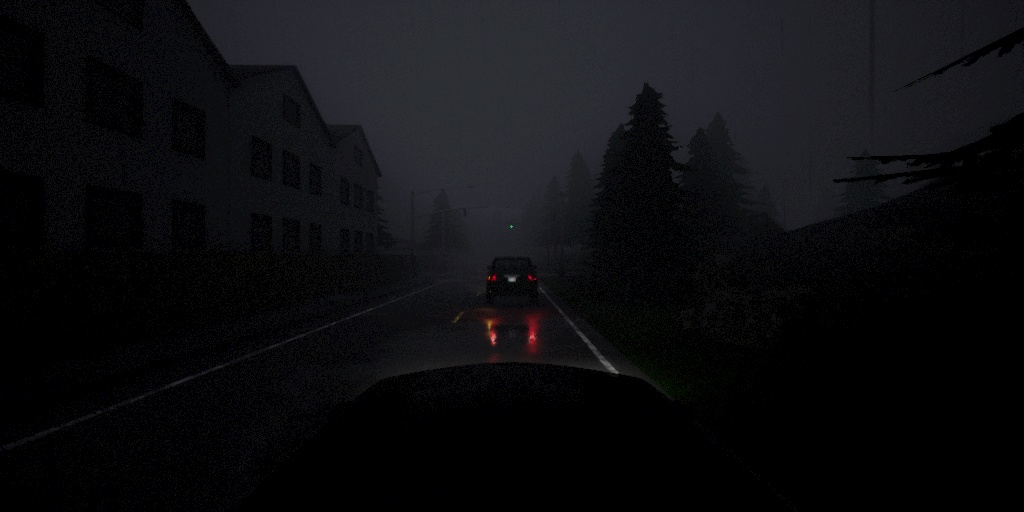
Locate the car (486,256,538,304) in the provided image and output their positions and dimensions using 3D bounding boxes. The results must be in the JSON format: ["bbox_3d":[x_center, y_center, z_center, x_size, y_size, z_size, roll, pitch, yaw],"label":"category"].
[{"bbox_3d":[0.000,1.005,16.530,2.150,2.045,5.566,0,0,0],"label":"car"}]
